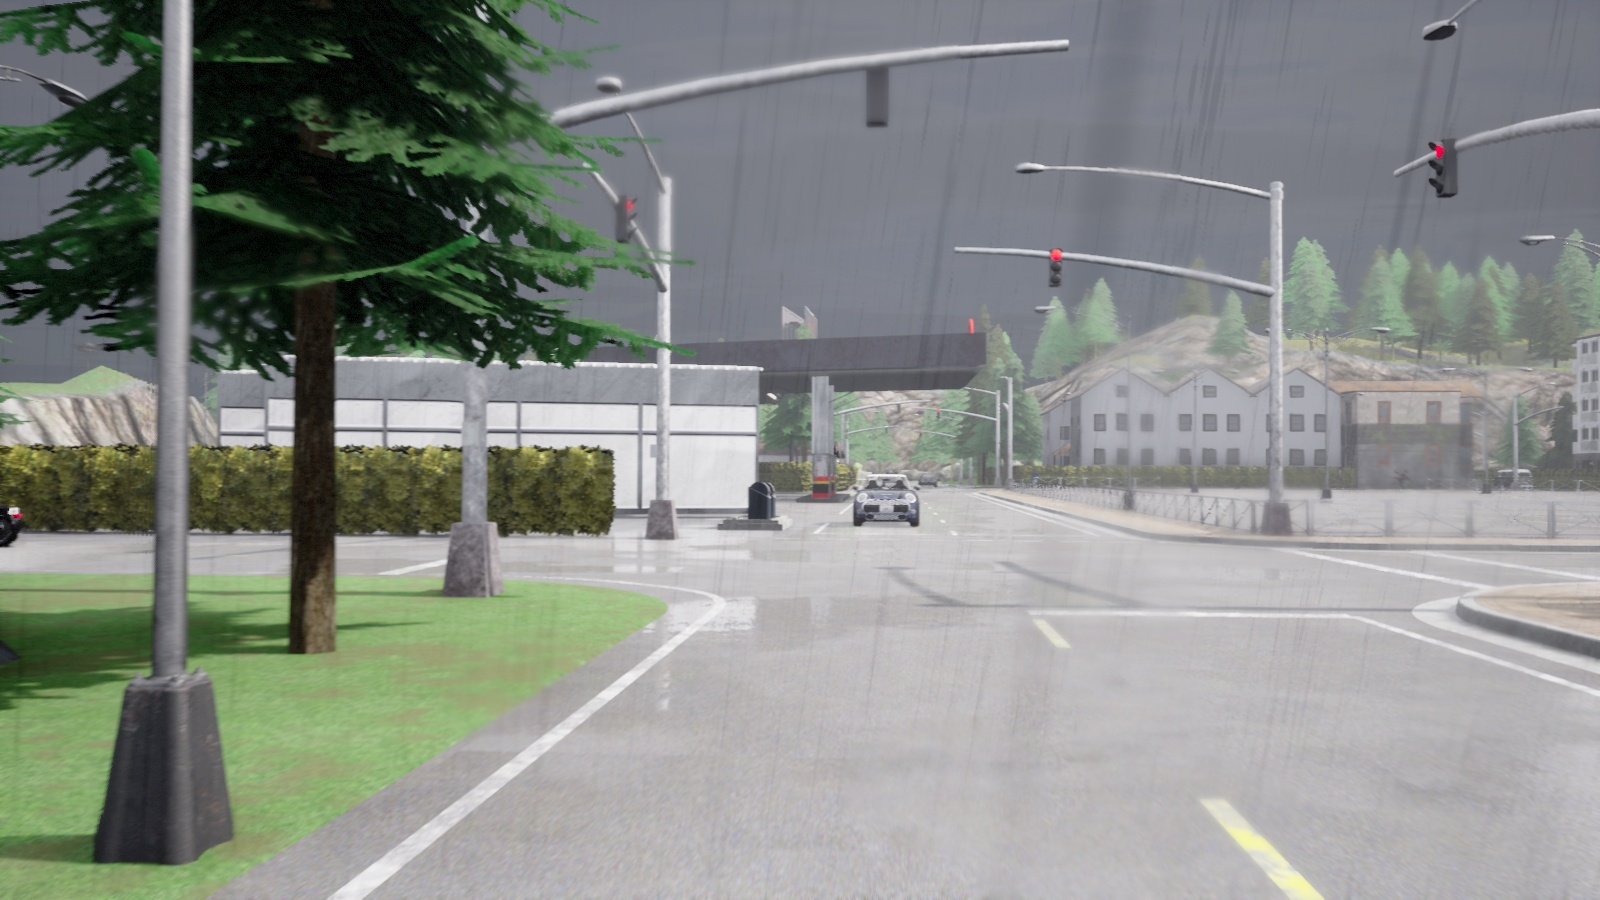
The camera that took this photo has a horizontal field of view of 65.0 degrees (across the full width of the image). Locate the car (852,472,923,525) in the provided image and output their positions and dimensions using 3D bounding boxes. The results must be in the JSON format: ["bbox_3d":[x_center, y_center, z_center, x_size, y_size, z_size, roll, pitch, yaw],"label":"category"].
[{"bbox_3d":[2.562,1.387,36.732,1.970,1.475,3.806,0,-1,4],"label":"car"}]

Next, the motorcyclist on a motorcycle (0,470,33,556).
[{"bbox_3d":[-16.423,1.230,24.618,2.350,1.649,0.766,0,-1,3],"label":"motorcyclist on a motorcycle"}]
